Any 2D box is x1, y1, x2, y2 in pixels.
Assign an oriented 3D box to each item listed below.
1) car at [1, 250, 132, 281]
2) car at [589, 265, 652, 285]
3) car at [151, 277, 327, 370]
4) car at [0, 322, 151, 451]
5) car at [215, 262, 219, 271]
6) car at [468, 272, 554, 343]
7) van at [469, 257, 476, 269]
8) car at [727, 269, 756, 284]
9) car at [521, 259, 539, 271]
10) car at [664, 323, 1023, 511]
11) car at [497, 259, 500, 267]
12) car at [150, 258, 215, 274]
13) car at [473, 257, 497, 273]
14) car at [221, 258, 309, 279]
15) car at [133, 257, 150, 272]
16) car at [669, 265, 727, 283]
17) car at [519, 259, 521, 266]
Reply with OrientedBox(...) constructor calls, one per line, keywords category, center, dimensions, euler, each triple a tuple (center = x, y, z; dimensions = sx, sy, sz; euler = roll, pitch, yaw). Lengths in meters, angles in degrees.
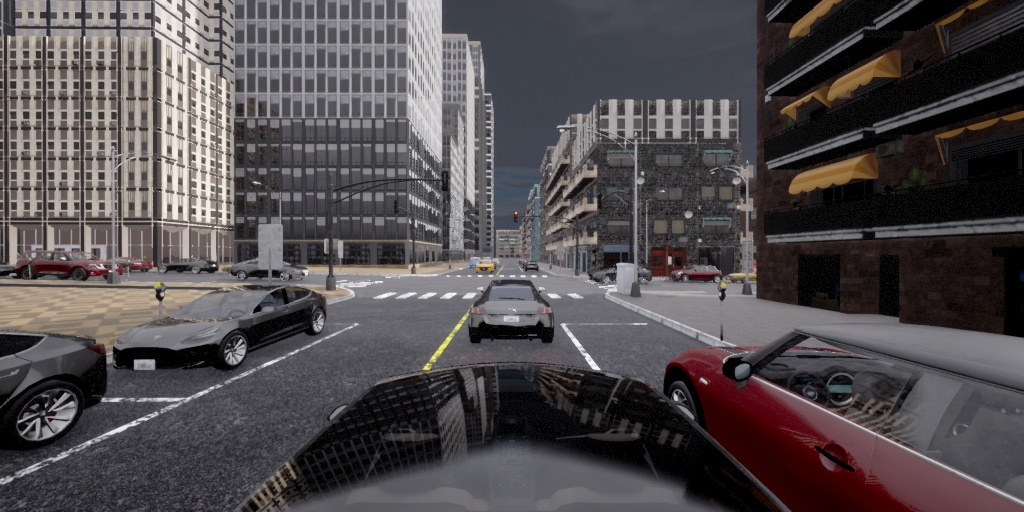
OrientedBox(category="car", center=(-27.446, 0.591, 22.241), dimensions=(5.009, 1.841, 2.192), euler=(0, 0, -1))
OrientedBox(category="car", center=(8.513, 1.441, 28.249), dimensions=(4.892, 1.490, 1.837), euler=(1, 0, -5))
OrientedBox(category="car", center=(-5.705, 1.315, 7.740), dimensions=(1.948, 1.339, 4.313), euler=(0, 0, 0))
OrientedBox(category="car", center=(-5.689, 1.316, 2.494), dimensions=(1.948, 1.339, 4.313), euler=(0, 0, 0))
OrientedBox(category="car", center=(-22.131, 0.880, 30.788), dimensions=(4.829, 1.417, 1.751), euler=(0, 0, -1))
OrientedBox(category="car", center=(-0.020, 1.314, 9.675), dimensions=(1.994, 1.385, 4.181), euler=(0, 0, 0))
OrientedBox(category="van", center=(-5.859, 1.097, 57.351), dimensions=(1.690, 1.789, 3.998), euler=(0, 0, 0))
OrientedBox(category="car", center=(21.277, 1.698, 31.325), dimensions=(4.829, 1.417, 1.751), euler=(0, 0, -1))
OrientedBox(category="car", center=(2.553, 1.319, 47.411), dimensions=(1.948, 1.339, 4.313), euler=(0, 0, 0))
OrientedBox(category="car", center=(2.692, 1.190, 2.521), dimensions=(1.967, 1.591, 4.097), euler=(0, 0, 0))
OrientedBox(category="car", center=(-3.252, 1.247, 53.468), dimensions=(2.128, 1.511, 4.902), euler=(0, 0, 0))
OrientedBox(category="car", center=(-27.575, 0.815, 30.622), dimensions=(4.313, 1.339, 1.948), euler=(0, 0, -1))
OrientedBox(category="car", center=(-3.225, 1.230, 43.397), dimensions=(1.882, 1.535, 5.008), euler=(0, 0, 0))
OrientedBox(category="car", center=(-16.798, 0.959, 24.990), dimensions=(4.902, 1.511, 2.128), euler=(1, 0, -1))
OrientedBox(category="car", center=(-33.194, 0.727, 30.541), dimensions=(4.207, 1.307, 1.802), euler=(0, 0, -1))
OrientedBox(category="car", center=(15.925, 1.508, 31.248), dimensions=(4.097, 1.591, 1.967), euler=(0, 0, -1))
OrientedBox(category="car", center=(2.522, 1.301, 57.378), dimensions=(1.888, 1.381, 4.507), euler=(0, 0, 0))
